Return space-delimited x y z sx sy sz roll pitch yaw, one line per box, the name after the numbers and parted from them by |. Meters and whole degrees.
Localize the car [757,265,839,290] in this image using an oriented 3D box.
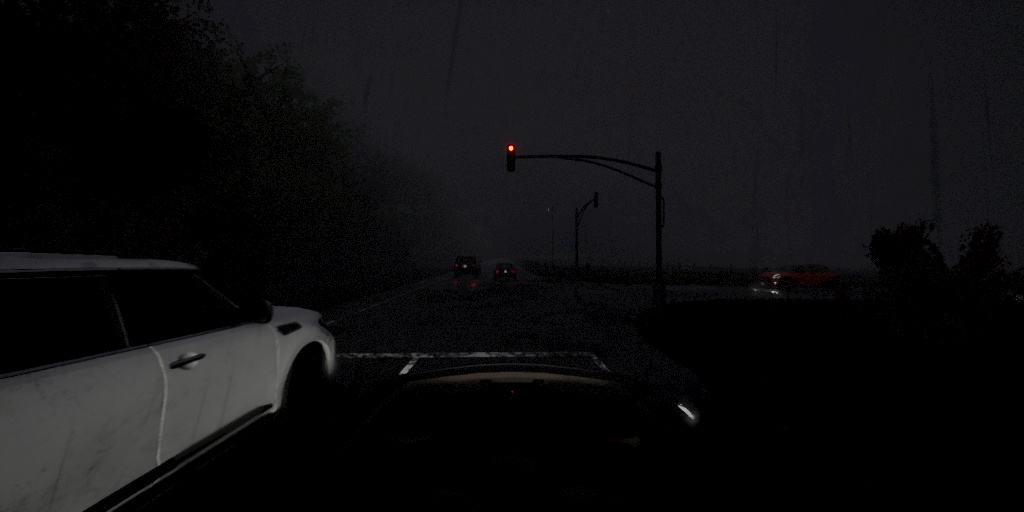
19.370 1.374 24.485 4.553 1.767 2.097 1 -1 -1 | car

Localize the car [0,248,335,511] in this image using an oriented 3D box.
-3.418 0.971 2.498 2.150 2.045 5.566 0 0 -1 | car

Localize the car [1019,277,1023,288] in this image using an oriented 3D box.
38.442 1.708 24.836 5.008 1.535 1.882 1 -1 -1 | car

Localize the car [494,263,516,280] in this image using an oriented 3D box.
-0.598 1.302 31.376 2.033 1.411 5.357 0 0 -1 | car

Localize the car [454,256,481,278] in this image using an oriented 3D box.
-4.158 0.976 33.877 2.150 2.045 5.566 0 0 -1 | car
